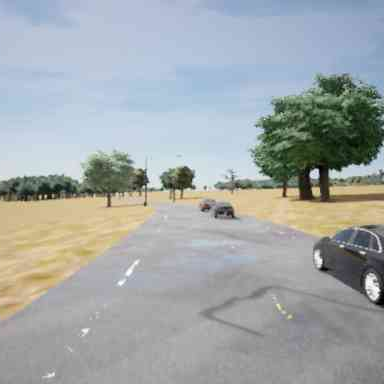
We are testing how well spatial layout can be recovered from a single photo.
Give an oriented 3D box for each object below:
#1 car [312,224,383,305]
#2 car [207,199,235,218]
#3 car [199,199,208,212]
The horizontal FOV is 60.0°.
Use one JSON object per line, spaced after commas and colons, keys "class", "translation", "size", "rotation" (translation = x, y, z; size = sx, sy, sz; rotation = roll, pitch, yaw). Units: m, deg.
{"class": "car", "translation": [4.558, 1.550, 8.179], "size": [1.837, 1.490, 4.892], "rotation": [0, 0, 0]}
{"class": "car", "translation": [2.859, 1.650, 31.703], "size": [1.837, 1.490, 4.892], "rotation": [0, -1, -3]}
{"class": "car", "translation": [2.090, 1.644, 43.920], "size": [2.097, 1.767, 4.553], "rotation": [0, -1, -5]}
